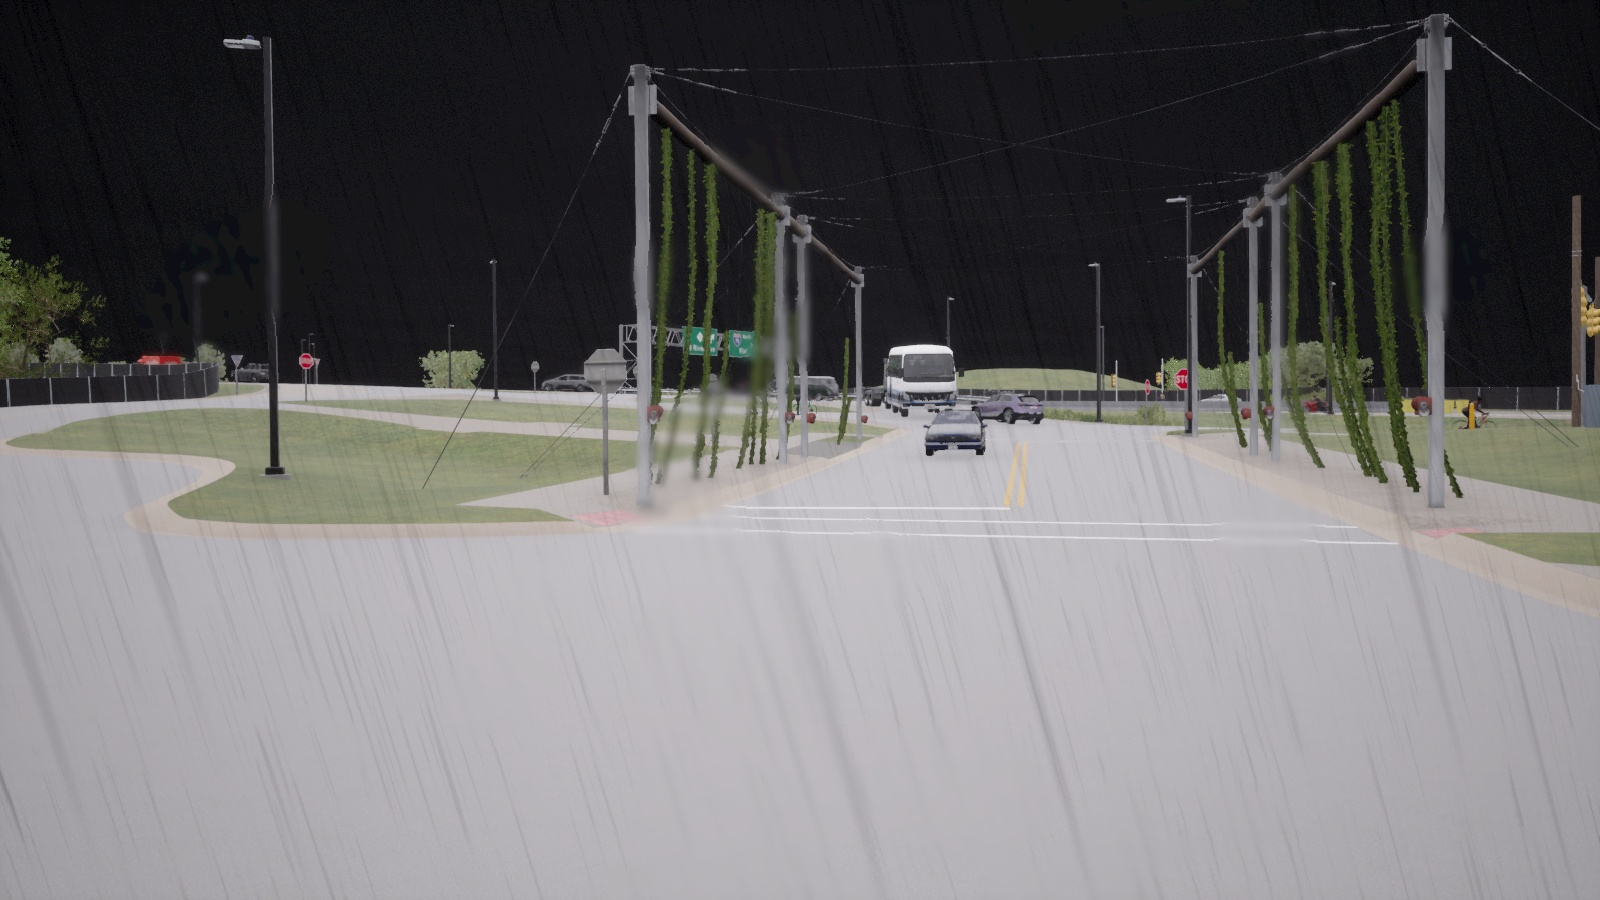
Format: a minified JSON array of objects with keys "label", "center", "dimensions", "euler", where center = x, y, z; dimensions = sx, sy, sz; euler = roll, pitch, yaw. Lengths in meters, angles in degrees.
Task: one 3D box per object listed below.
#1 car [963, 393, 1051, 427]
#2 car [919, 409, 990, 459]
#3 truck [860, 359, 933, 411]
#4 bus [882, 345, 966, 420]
[{"label":"car","center":[10.913,-2.138,66.520],"dimensions":[2.033,1.649,4.856],"euler":[0,3,-28]},{"label":"car","center":[5.077,-0.553,40.697],"dimensions":[2.033,1.411,5.357],"euler":[0,3,10]},{"label":"truck","center":[6.704,-4.677,88.364],"dimensions":[2.891,3.462,7.936],"euler":[-1,4,-13]},{"label":"bus","center":[7.442,-4.248,77.097],"dimensions":[3.944,4.253,10.273],"euler":[0,4,-1]}]
